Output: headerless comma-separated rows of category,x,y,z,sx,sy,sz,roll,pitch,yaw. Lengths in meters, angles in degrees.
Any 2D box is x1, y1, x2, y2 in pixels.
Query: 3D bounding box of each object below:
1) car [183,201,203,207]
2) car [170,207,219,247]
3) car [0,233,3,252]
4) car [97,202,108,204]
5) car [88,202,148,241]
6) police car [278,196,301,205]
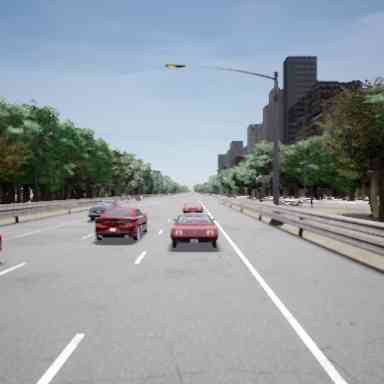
car,0.087,1.557,31.851,1.895,1.301,4.718,0,0,0
car,0.094,1.590,15.007,1.895,1.301,4.718,0,0,0
car,-6.903,1.220,7.884,2.150,2.045,5.566,0,0,0
car,-6.908,1.513,27.160,2.033,1.411,5.357,0,0,0
car,-3.406,1.464,16.772,1.882,1.535,5.008,0,0,0
police car,17.146,1.573,59.933,2.038,1.542,4.974,0,0,-34
